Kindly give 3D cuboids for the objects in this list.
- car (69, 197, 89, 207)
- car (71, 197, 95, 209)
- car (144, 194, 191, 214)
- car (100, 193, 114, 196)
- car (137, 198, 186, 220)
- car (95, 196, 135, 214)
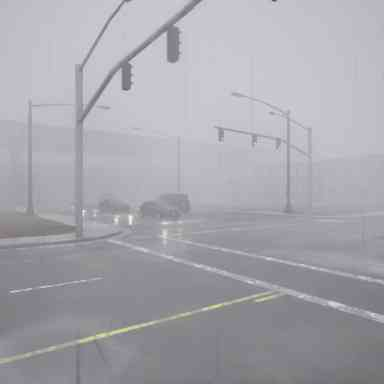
[{"bbox_3d":[-18.304,1.547,54.173,2.033,1.411,5.357,0,0,-8],"label":"car"},{"bbox_3d":[-14.259,1.526,44.295,1.812,1.442,4.674,0,0,-32],"label":"car"},{"bbox_3d":[-2.386,1.221,33.990,2.150,2.045,5.566,0,0,-36],"label":"car"},{"bbox_3d":[-14.987,1.223,59.381,2.150,2.045,5.566,0,0,1],"label":"car"},{"bbox_3d":[-2.878,1.505,28.436,1.837,1.490,4.892,0,0,-36],"label":"car"},{"bbox_3d":[-8.458,1.478,36.008,1.882,1.535,5.008,0,0,-36],"label":"car"}]
